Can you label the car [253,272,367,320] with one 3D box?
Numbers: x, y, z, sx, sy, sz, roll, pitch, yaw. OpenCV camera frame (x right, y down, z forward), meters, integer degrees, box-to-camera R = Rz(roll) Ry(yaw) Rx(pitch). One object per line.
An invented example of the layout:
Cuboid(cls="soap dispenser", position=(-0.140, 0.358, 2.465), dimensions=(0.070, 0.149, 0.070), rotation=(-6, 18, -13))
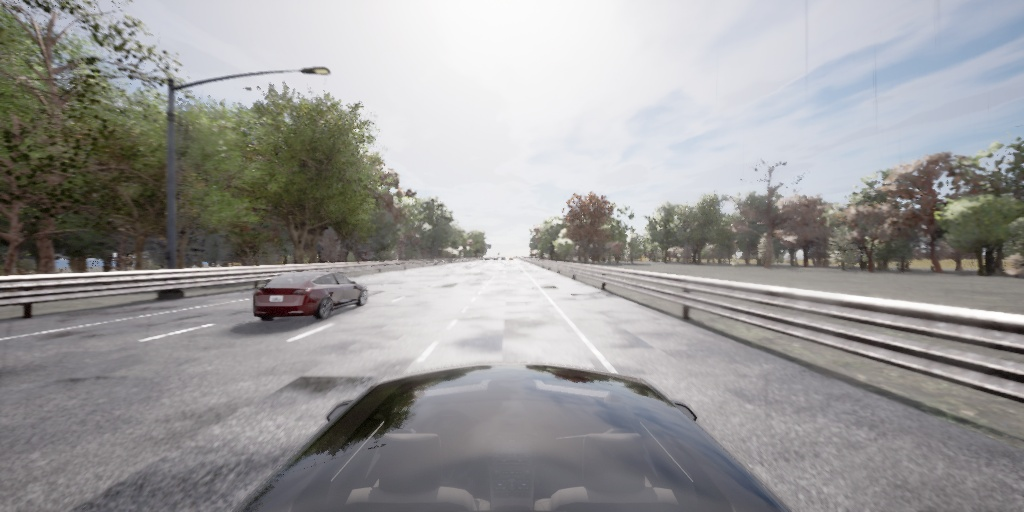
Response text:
Cuboid(cls="car", position=(-6.796, 1.272, 12.618), dimensions=(2.163, 1.488, 4.792), rotation=(0, 0, -1))
